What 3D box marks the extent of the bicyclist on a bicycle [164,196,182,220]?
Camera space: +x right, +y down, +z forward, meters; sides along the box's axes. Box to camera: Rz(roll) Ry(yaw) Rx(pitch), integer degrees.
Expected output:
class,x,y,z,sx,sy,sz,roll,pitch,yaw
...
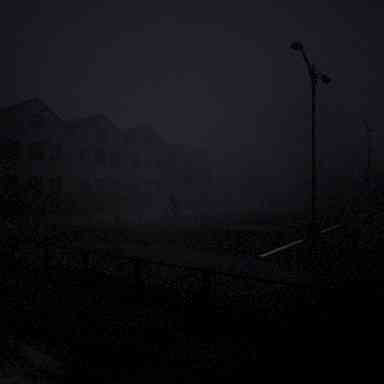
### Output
class,x,y,z,sx,sy,sz,roll,pitch,yaw
bicyclist on a bicycle,-1.342,1.109,23.006,1.656,1.620,0.582,0,0,35

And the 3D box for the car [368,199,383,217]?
class,x,y,z,sx,sy,sz,roll,pitch,yaw
car,15.476,1.298,26.774,2.007,1.523,4.514,0,0,35

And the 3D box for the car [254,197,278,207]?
class,x,y,z,sx,sy,sz,roll,pitch,yaw
car,10.472,1.356,46.644,2.033,1.411,5.357,0,0,32
